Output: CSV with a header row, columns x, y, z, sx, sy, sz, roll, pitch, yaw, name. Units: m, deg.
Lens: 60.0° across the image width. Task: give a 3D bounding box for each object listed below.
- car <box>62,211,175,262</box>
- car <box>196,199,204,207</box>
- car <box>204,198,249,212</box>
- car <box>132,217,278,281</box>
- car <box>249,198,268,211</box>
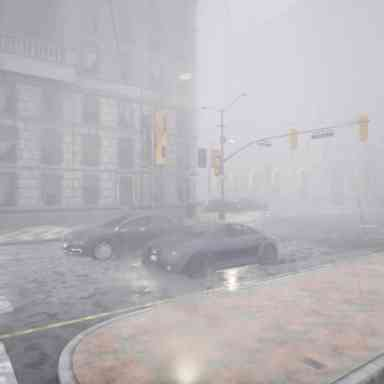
x,y,z,sx,sy,sz,roll,pitch,yaw,name
-2.175,1.504,12.266,4.892,1.490,1.837,0,0,-35,car
-0.028,1.601,51.649,1.895,1.301,4.718,0,0,-35,car
4.051,1.492,39.961,2.128,1.511,4.902,0,0,-36,car
0.619,1.564,9.958,4.181,1.385,1.994,0,0,-35,car
7.343,1.526,41.377,1.812,1.442,4.674,0,0,-36,car
